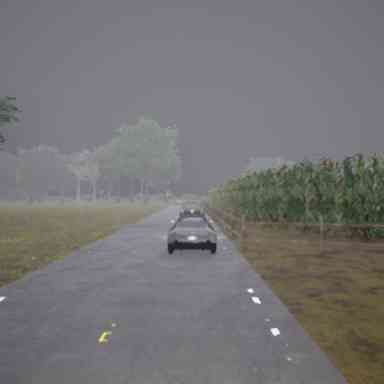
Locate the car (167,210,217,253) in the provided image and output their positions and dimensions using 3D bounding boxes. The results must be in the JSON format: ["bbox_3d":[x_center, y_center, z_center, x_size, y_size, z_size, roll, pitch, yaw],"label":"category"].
[{"bbox_3d":[0.006,1.703,14.330,1.994,1.385,4.181,0,-1,0],"label":"car"}]

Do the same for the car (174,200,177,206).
[{"bbox_3d":[-2.771,2.344,71.799,1.812,1.442,4.674,0,-1,0],"label":"car"}]

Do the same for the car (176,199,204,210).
[{"bbox_3d":[0.001,1.639,29.082,2.097,1.767,4.553,0,-1,0],"label":"car"}]
